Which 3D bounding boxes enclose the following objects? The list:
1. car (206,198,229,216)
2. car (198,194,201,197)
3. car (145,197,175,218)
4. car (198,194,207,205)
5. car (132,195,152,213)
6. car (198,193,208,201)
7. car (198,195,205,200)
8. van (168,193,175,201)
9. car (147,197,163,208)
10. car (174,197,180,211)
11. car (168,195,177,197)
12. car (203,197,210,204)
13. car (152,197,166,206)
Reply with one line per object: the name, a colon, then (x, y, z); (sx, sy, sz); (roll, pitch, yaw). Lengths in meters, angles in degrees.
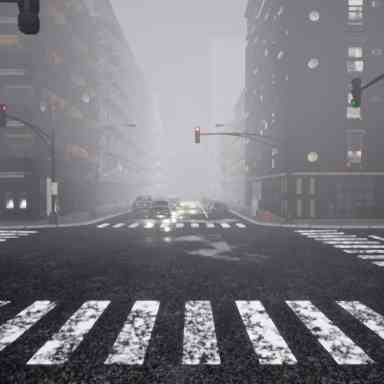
car: (2.564, 1.572, 31.487); (1.802, 1.307, 4.206); (-1, 0, 0)
car: (2.578, 1.550, 75.800); (1.802, 1.307, 4.206); (-1, 0, 0)
car: (-2.833, 1.495, 30.220); (1.837, 1.490, 4.892); (0, 0, 0)
car: (2.572, 1.522, 59.183); (1.887, 1.381, 4.507); (-1, 0, 0)
car: (-5.318, 1.302, 37.088); (2.192, 1.841, 5.009); (-1, 0, 0)
car: (2.576, 1.280, 81.340); (2.192, 1.841, 5.009); (-1, 0, 0)
car: (2.583, 1.538, 92.418); (1.802, 1.307, 4.206); (-1, 0, 0)
van: (-5.302, 1.302, 86.922); (1.690, 1.788, 3.998); (-1, 0, 0)
car: (-5.312, 1.508, 47.992); (1.752, 1.417, 4.829); (-1, 0, 0)
car: (-2.826, 1.587, 40.321); (1.895, 1.301, 4.718); (0, 0, 0)
car: (-2.759, 1.529, 50.971); (2.033, 1.411, 5.357); (0, 0, 1)
car: (2.566, 1.538, 37.026); (2.008, 1.369, 4.403); (-1, 0, 0)
car: (-5.309, 1.562, 53.700); (1.802, 1.307, 4.206); (-1, 0, 0)
